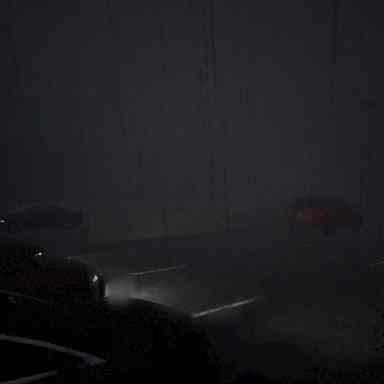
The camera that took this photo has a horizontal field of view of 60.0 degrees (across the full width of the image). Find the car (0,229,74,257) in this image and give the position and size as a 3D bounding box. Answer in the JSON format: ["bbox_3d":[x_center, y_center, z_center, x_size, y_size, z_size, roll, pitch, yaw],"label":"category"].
[{"bbox_3d":[-3.625,1.578,5.567,4.181,1.385,1.994,0,0,-36],"label":"car"}]

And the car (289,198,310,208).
[{"bbox_3d":[17.985,1.831,55.456,1.812,1.442,4.674,0,0,38],"label":"car"}]

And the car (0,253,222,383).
[{"bbox_3d":[-1.937,1.495,2.460,4.902,1.511,2.128,1,0,-36],"label":"car"}]

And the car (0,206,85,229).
[{"bbox_3d":[-8.798,1.554,19.362,4.902,1.511,2.128,1,0,-38],"label":"car"}]

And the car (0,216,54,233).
[{"bbox_3d":[-6.210,1.520,8.005,4.892,1.490,1.837,1,-1,-36],"label":"car"}]

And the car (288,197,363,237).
[{"bbox_3d":[7.724,1.332,19.073,5.566,2.045,2.150,0,0,-41],"label":"car"}]

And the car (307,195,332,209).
[{"bbox_3d":[20.239,1.519,52.659,2.150,2.045,5.566,0,0,39],"label":"car"}]

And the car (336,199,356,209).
[{"bbox_3d":[24.009,1.870,51.829,1.994,1.385,4.181,0,0,38],"label":"car"}]
